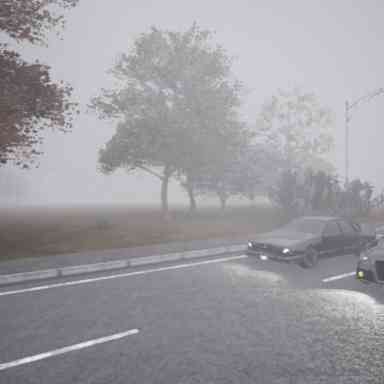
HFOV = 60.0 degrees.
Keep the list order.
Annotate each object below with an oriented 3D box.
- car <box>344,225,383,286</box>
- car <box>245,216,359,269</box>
[{"bbox_3d":[5.897,1.565,8.198,4.181,1.385,1.994,0,0,-35],"label":"car"},{"bbox_3d":[4.290,1.549,11.352,5.357,1.411,2.033,0,0,-35],"label":"car"}]
